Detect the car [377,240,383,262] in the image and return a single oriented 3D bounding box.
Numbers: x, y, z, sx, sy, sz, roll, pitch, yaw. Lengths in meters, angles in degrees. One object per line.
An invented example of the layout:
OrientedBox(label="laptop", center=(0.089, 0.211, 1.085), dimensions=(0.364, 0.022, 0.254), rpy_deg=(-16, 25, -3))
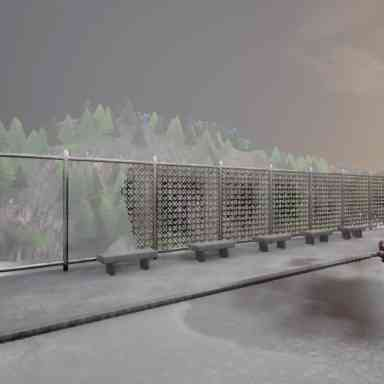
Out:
OrientedBox(label="car", center=(7.605, 1.601, 10.077), dimensions=(4.718, 1.301, 1.895), rpy_deg=(0, 0, -36))
